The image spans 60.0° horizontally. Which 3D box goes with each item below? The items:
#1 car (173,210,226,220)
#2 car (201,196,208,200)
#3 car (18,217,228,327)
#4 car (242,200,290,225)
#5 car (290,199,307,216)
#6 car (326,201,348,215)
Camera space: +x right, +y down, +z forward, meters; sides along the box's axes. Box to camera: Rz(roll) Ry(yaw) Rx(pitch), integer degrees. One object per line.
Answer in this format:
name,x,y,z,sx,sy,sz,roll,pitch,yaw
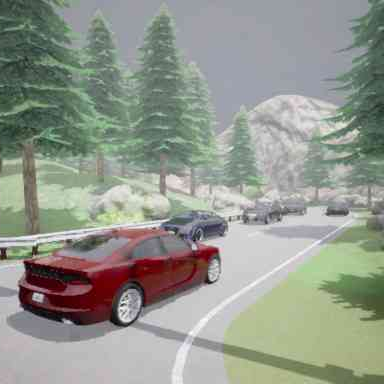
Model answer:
car,0.128,1.571,16.156,1.994,1.385,4.181,0,0,31
car,3.497,1.329,60.849,4.553,1.767,2.097,0,0,26
car,-1.090,1.531,7.261,1.882,1.535,5.008,0,-1,31
car,5.313,1.503,24.643,2.128,1.511,4.902,0,0,32
car,10.416,1.520,33.495,1.837,1.490,4.892,0,0,24
car,14.870,1.649,34.009,1.994,1.385,4.181,0,0,24
